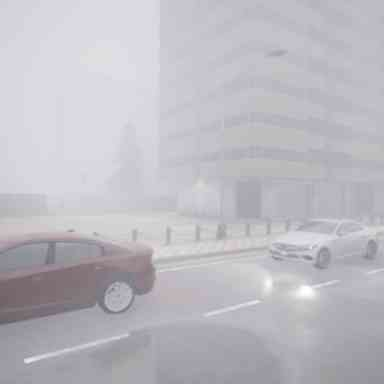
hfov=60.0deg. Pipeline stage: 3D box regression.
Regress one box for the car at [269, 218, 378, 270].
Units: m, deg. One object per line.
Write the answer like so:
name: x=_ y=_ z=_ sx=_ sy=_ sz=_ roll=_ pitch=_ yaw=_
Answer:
car: x=4.748 y=1.652 z=11.661 sx=4.674 sy=1.442 sz=1.812 roll=1 pitch=0 yaw=-35

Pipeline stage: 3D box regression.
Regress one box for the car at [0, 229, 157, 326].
car: x=-3.063 y=1.489 z=6.105 sx=5.008 sy=1.535 sz=1.882 roll=1 pitch=-1 yaw=-36
